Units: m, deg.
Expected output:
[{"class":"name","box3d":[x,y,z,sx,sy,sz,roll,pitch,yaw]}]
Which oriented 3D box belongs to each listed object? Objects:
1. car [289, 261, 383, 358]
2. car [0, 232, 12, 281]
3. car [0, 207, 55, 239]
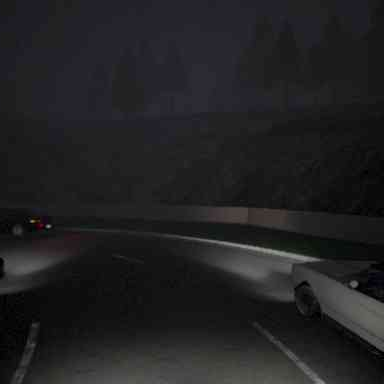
[{"class":"car","box3d":[3.153,1.598,4.566,1.895,1.301,4.718,0,0,-9]},{"class":"car","box3d":[-4.262,1.601,4.831,1.895,1.301,4.718,0,0,-16]},{"class":"car","box3d":[-9.342,1.525,17.137,4.674,1.442,1.812,0,0,15]}]
